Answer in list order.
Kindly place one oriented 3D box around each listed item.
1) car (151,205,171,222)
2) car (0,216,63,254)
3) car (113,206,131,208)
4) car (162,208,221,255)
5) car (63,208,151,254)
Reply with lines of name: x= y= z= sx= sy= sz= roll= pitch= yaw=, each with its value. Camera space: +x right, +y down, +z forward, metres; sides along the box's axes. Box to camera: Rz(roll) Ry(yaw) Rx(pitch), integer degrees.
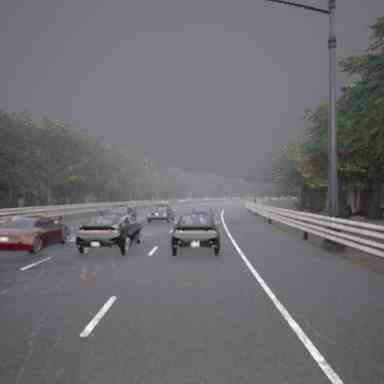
car: x=-2.598 y=1.849 z=28.580 sx=2.033 sy=1.411 sz=5.357 roll=0 pitch=-1 yaw=4
car: x=-6.801 y=1.711 z=14.173 sx=1.994 sy=1.385 sz=4.181 roll=0 pitch=-1 yaw=2
car: x=-6.062 y=1.873 z=29.118 sx=1.994 sy=1.385 sz=4.181 roll=0 pitch=-1 yaw=4
car: x=0.195 y=1.637 z=13.985 sx=2.128 sy=1.511 sz=4.902 roll=0 pitch=0 yaw=2
car: x=-3.304 y=1.639 z=14.094 sx=2.128 sy=1.511 sz=4.902 roll=0 pitch=0 yaw=2
